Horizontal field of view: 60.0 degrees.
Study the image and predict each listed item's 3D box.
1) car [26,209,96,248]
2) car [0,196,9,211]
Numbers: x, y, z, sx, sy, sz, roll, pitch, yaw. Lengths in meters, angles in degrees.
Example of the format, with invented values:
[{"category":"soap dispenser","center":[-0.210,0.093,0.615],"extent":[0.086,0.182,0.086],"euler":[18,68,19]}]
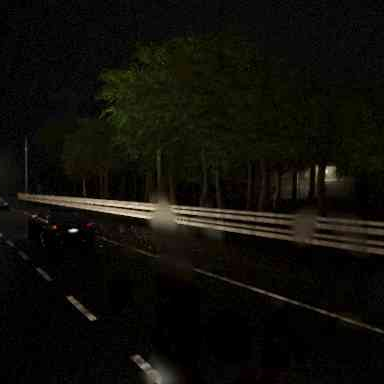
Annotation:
[{"category":"car","center":[-5.631,1.400,14.079],"extent":[1.994,1.385,4.181],"euler":[0,1,-36]},{"category":"car","center":[-19.732,1.146,33.444],"extent":[2.033,1.411,5.357],"euler":[0,1,-36]}]
